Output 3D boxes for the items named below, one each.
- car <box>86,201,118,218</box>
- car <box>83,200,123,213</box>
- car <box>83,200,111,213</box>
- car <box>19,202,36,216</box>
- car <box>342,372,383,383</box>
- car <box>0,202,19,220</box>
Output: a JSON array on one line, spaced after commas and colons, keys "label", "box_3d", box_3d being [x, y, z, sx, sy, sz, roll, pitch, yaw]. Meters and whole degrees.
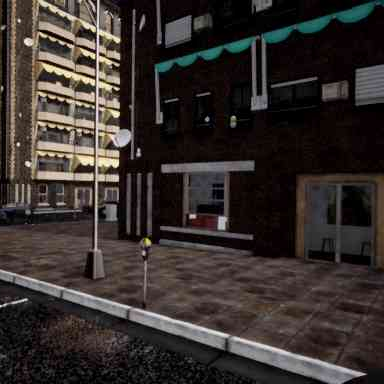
[{"label": "car", "box_3d": [-7.443, 1.822, 31.616, 1.947, 1.339, 4.313, 1, 0, 36]}, {"label": "car", "box_3d": [-10.897, 1.708, 41.049, 1.887, 1.381, 4.507, 1, 0, 36]}, {"label": "car", "box_3d": [-10.012, 1.667, 37.881, 1.882, 1.535, 5.008, 1, 0, 36]}, {"label": "car", "box_3d": [-17.466, 1.622, 32.144, 2.008, 1.369, 4.403, 1, 0, 36]}, {"label": "car", "box_3d": [2.655, 1.551, 1.120, 4.403, 1.369, 2.008, 0, 1, 36]}, {"label": "car", "box_3d": [-17.510, 1.686, 27.654, 1.895, 1.301, 4.718, 1, 0, 36]}]
